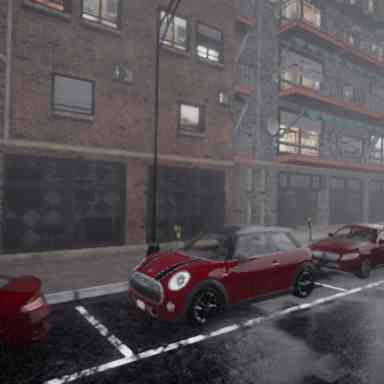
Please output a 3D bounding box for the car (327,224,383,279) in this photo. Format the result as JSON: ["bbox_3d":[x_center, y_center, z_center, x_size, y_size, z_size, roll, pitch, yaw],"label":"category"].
[{"bbox_3d":[5.320,1.676,10.343,4.206,1.307,1.802,1,0,-35],"label":"car"}]

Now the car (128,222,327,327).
[{"bbox_3d":[0.723,1.483,7.060,4.097,1.590,1.967,1,0,-35],"label":"car"}]

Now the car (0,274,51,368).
[{"bbox_3d":[-3.881,1.572,3.778,4.206,1.307,1.802,1,0,-35],"label":"car"}]
